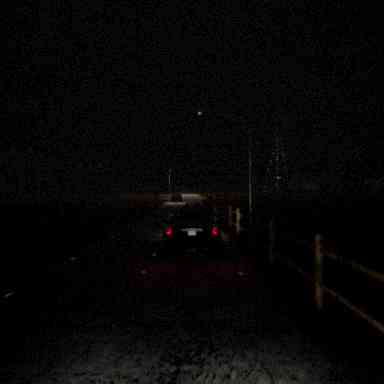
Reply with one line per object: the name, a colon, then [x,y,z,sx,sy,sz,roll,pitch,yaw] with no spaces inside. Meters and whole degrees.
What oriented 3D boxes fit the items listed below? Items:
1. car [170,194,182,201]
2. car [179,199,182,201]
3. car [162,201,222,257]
car: [-2.803,1.020,59.707,1.882,1.535,5.008,0,1,0]
car: [0.008,1.622,28.352,1.994,1.385,4.181,0,0,1]
car: [0.015,1.429,13.391,2.097,1.767,4.553,0,0,0]
